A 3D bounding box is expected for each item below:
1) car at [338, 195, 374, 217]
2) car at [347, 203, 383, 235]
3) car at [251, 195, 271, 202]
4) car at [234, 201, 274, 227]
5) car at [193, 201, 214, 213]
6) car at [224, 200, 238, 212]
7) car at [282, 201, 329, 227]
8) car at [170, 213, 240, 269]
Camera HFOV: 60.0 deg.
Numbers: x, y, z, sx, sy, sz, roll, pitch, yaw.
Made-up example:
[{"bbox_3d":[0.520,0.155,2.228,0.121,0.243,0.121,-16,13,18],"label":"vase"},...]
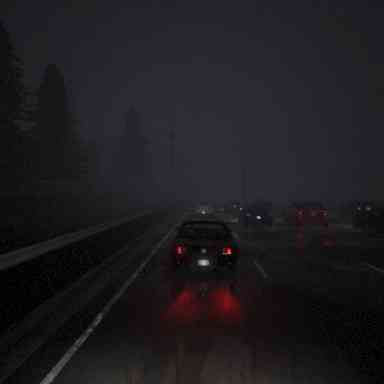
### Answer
[{"bbox_3d":[15.075,1.483,30.300,2.097,1.767,4.553,1,0,2],"label":"car"},{"bbox_3d":[11.199,1.626,19.509,1.812,1.442,4.674,1,0,2],"label":"car"},{"bbox_3d":[8.392,1.531,39.664,1.882,1.535,5.008,1,0,2],"label":"car"},{"bbox_3d":[4.320,1.589,23.158,1.994,1.385,4.181,1,0,2],"label":"car"},{"bbox_3d":[1.075,1.511,30.563,1.812,1.442,4.674,1,0,2],"label":"car"},{"bbox_3d":[4.882,1.581,39.443,1.994,1.385,4.181,1,0,2],"label":"car"},{"bbox_3d":[7.832,1.413,23.360,2.097,1.767,4.553,1,0,2],"label":"car"},{"bbox_3d":[0.403,1.595,11.105,1.895,1.301,4.718,1,0,2],"label":"car"}]
